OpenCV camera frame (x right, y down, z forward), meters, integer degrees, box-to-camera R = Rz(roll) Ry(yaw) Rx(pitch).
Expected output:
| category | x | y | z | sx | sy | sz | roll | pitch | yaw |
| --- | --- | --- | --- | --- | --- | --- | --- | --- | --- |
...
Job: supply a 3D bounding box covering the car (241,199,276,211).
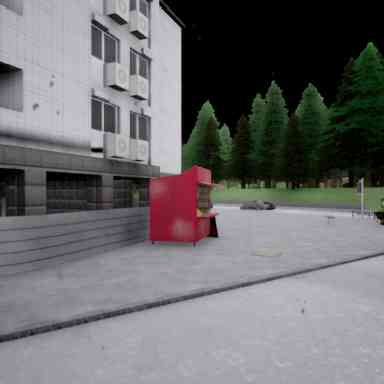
| category | x | y | z | sx | sy | sz | roll | pitch | yaw |
| --- | --- | --- | --- | --- | --- | --- | --- | --- | --- |
| car | 7.840 | 1.558 | 39.356 | 1.994 | 1.385 | 4.181 | 0 | 0 | -36 |
